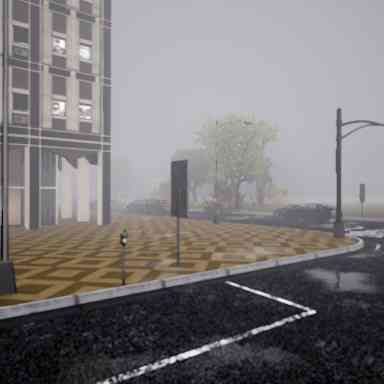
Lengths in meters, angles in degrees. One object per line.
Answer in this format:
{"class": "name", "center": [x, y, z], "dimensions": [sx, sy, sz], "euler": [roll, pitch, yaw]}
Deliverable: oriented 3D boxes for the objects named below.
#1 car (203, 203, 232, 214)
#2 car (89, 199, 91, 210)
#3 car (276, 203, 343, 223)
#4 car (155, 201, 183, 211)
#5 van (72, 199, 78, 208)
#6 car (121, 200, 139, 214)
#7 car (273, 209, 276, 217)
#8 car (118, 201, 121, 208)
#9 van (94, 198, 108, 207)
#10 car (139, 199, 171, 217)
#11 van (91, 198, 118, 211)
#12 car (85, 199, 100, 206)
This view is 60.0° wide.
{"class": "car", "center": [3.116, 1.946, 40.643], "dimensions": [1.802, 1.307, 4.206], "euler": [-1, 0, -36]}
{"class": "car", "center": [-16.263, 2.190, 53.807], "dimensions": [1.802, 1.307, 4.206], "euler": [-1, 0, -36]}
{"class": "car", "center": [9.717, 1.670, 27.015], "dimensions": [2.128, 1.511, 4.902], "euler": [0, -1, -36]}
{"class": "car", "center": [-3.459, 2.049, 49.564], "dimensions": [2.008, 1.369, 4.403], "euler": [-1, 0, -36]}
{"class": "van", "center": [-19.521, 2.016, 58.301], "dimensions": [1.690, 1.788, 3.998], "euler": [-1, 0, -36]}
{"class": "car", "center": [-6.541, 1.972, 40.301], "dimensions": [1.947, 1.339, 4.313], "euler": [-1, 0, -36]}
{"class": "car", "center": [9.648, 1.814, 31.688], "dimensions": [1.802, 1.307, 4.206], "euler": [-1, 0, -36]}
{"class": "car", "center": [-14.353, 2.150, 60.245], "dimensions": [1.882, 1.535, 5.008], "euler": [0, -1, -36]}
{"class": "van", "center": [-19.714, 2.174, 72.000], "dimensions": [1.690, 1.788, 3.998], "euler": [-1, 0, -36]}
{"class": "car", "center": [-3.328, 1.655, 35.783], "dimensions": [2.192, 1.841, 5.009], "euler": [-1, 0, -36]}
{"class": "van", "center": [-13.013, 1.882, 49.316], "dimensions": [1.690, 1.788, 3.998], "euler": [-1, 0, -36]}
{"class": "car", "center": [-22.963, 2.339, 76.487], "dimensions": [1.967, 1.590, 4.097], "euler": [-1, 0, -36]}
